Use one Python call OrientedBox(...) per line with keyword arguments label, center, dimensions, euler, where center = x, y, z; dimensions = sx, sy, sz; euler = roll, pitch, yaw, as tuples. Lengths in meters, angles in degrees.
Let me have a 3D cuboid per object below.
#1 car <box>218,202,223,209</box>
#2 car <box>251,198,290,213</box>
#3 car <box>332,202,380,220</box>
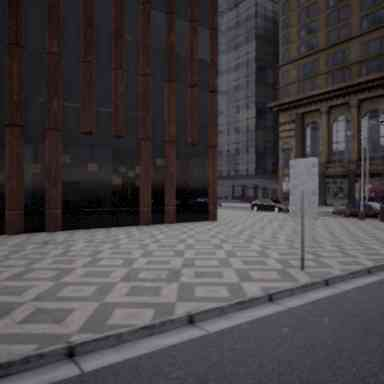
OrientedBox(label="car", center=(1.823, 1.463, 44.493), dimensions=(2.033, 1.411, 5.357), euler=(0, 0, -35))
OrientedBox(label="car", center=(8.389, 1.448, 35.261), dimensions=(1.837, 1.490, 4.892), euler=(0, 0, -36))
OrientedBox(label="car", center=(14.218, 1.518, 27.065), dimensions=(2.033, 1.411, 5.357), euler=(0, 0, -35))
